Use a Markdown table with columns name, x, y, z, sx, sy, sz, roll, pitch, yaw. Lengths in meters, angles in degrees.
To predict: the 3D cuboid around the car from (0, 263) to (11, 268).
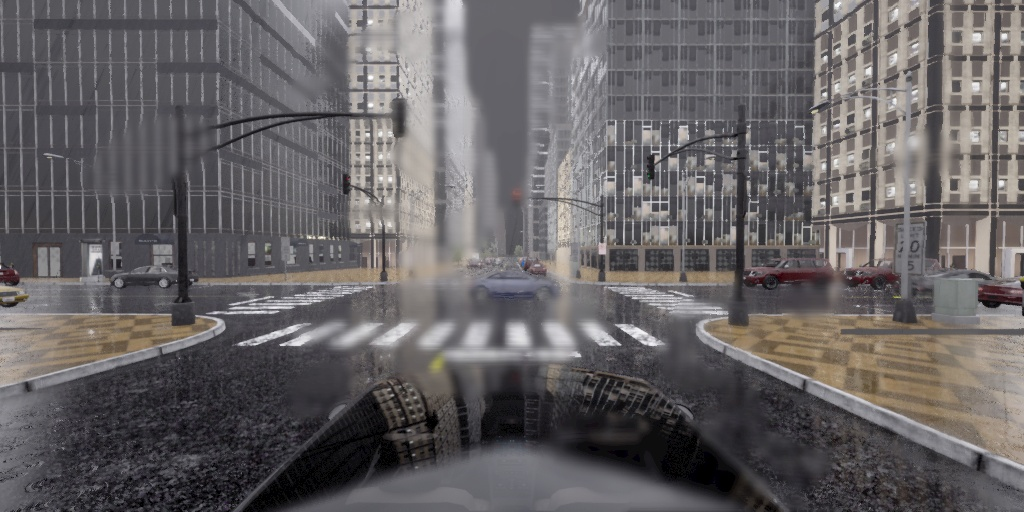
| name | x | y | z | sx | sy | sz | roll | pitch | yaw |
| --- | --- | --- | --- | --- | --- | --- | --- | --- | --- |
| car | -32.556 | 1.078 | 21.484 | 4.097 | 1.591 | 1.967 | 0 | 0 | 0 |

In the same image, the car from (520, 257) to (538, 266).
| name | x | y | z | sx | sy | sz | roll | pitch | yaw |
| --- | --- | --- | --- | --- | --- | --- | --- | --- | --- |
| car | 2.574 | 1.046 | 46.834 | 2.192 | 1.841 | 5.009 | 0 | 0 | 0 |

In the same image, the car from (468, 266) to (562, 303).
| name | x | y | z | sx | sy | sz | roll | pitch | yaw |
| --- | --- | --- | --- | --- | --- | --- | --- | --- | --- |
| car | 0.138 | 1.310 | 16.173 | 4.181 | 1.385 | 1.994 | 0 | 0 | 0 |

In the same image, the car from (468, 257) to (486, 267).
| name | x | y | z | sx | sy | sz | roll | pitch | yaw |
| --- | --- | --- | --- | --- | --- | --- | --- | --- | --- |
| car | -5.292 | 1.168 | 52.338 | 1.967 | 1.591 | 4.097 | 0 | 0 | 0 |

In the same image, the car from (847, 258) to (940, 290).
| name | x | y | z | sx | sy | sz | roll | pitch | yaw |
| --- | --- | --- | --- | --- | --- | --- | --- | --- | --- |
| car | 22.902 | 1.032 | 21.656 | 5.009 | 1.841 | 2.192 | 0 | 0 | 0 |

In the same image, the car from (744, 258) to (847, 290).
| name | x | y | z | sx | sy | sz | roll | pitch | yaw |
| --- | --- | --- | --- | --- | --- | --- | --- | --- | --- |
| car | 16.570 | 1.024 | 21.645 | 5.009 | 1.841 | 2.192 | 0 | 0 | 0 |

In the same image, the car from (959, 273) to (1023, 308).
| name | x | y | z | sx | sy | sz | roll | pitch | yaw |
| --- | --- | --- | --- | --- | --- | --- | --- | --- | --- |
| car | 20.186 | 1.417 | 13.513 | 4.207 | 1.307 | 1.802 | 0 | 0 | 0 |

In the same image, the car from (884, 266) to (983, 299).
| name | x | y | z | sx | sy | sz | roll | pitch | yaw |
| --- | --- | --- | --- | --- | --- | --- | --- | --- | --- |
| car | 20.188 | 1.322 | 16.196 | 4.674 | 1.442 | 1.812 | 0 | 1 | 0 |

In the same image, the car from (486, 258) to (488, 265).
| name | x | y | z | sx | sy | sz | roll | pitch | yaw |
| --- | --- | --- | --- | --- | --- | --- | --- | --- | --- |
| car | -5.290 | 1.307 | 57.862 | 1.802 | 1.307 | 4.207 | 0 | 0 | 0 |

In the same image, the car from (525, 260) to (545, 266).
| name | x | y | z | sx | sy | sz | roll | pitch | yaw |
| --- | --- | --- | --- | --- | --- | --- | --- | --- | --- |
| car | 2.547 | 1.319 | 35.785 | 1.802 | 1.307 | 4.207 | 0 | 0 | 0 |

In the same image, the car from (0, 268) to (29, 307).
| name | x | y | z | sx | sy | sz | roll | pitch | yaw |
| --- | --- | --- | --- | --- | --- | --- | --- | --- | --- |
| car | -21.256 | 1.301 | 13.437 | 4.829 | 1.417 | 1.751 | 0 | 0 | 0 |

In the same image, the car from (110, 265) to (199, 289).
| name | x | y | z | sx | sy | sz | roll | pitch | yaw |
| --- | --- | --- | --- | --- | --- | --- | --- | --- | --- |
| car | -21.440 | 1.205 | 21.575 | 4.403 | 1.370 | 2.007 | 0 | 0 | 0 |
